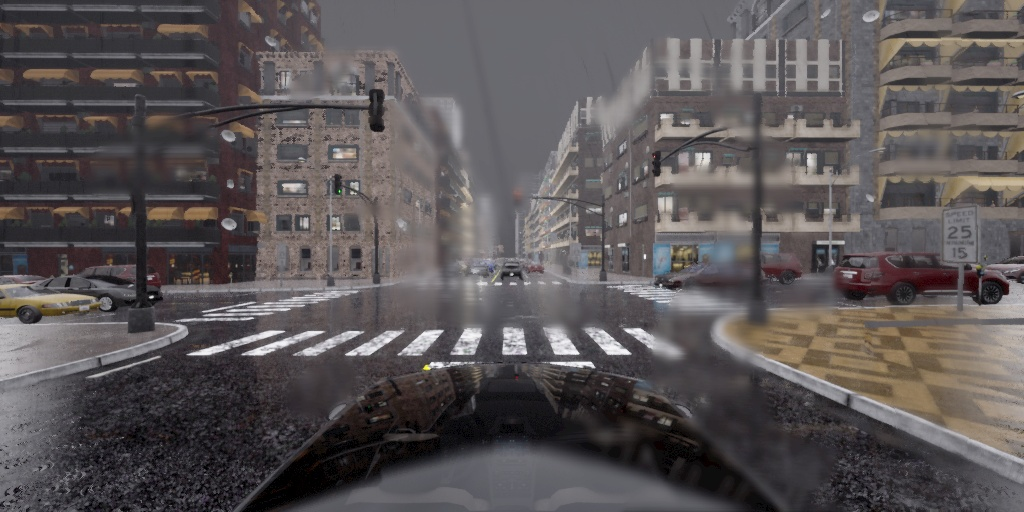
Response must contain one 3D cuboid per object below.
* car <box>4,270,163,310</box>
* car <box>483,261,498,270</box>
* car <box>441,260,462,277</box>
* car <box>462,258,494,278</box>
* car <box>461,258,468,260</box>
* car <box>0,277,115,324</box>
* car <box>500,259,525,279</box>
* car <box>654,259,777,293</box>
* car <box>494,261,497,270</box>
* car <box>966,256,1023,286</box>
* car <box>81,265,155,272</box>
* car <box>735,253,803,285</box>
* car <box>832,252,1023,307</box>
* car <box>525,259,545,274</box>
[{"bbox_3d":[-17.895,1.560,15.355,4.892,1.490,1.837,-1,0,-1],"label":"car"},{"bbox_3d":[-3.194,1.365,53.415,1.895,1.301,4.718,0,0,0],"label":"car"},{"bbox_3d":[-5.756,1.322,35.120,1.948,1.339,4.313,0,0,0],"label":"car"},{"bbox_3d":[-3.163,1.247,33.996,2.128,1.511,4.902,0,0,0],"label":"car"},{"bbox_3d":[-5.767,1.284,40.633,1.751,1.417,4.829,0,0,0],"label":"car"},{"bbox_3d":[-17.651,1.585,12.771,4.829,1.417,1.751,0,0,-1],"label":"car"},{"bbox_3d":[-0.013,1.262,32.626,1.837,1.490,4.892,-1,0,0],"label":"car"},{"bbox_3d":[10.326,1.076,18.680,5.357,1.411,2.033,-1,0,-4],"label":"car"},{"bbox_3d":[-3.181,1.237,43.418,1.882,1.535,5.008,0,0,0],"label":"car"},{"bbox_3d":[27.583,0.731,19.043,4.674,1.442,1.812,-1,0,-1],"label":"car"},{"bbox_3d":[-23.637,1.462,21.055,5.009,1.841,2.192,0,0,-1],"label":"car"},{"bbox_3d":[14.537,0.759,21.497,5.009,1.841,2.192,0,0,-1],"label":"car"},{"bbox_3d":[14.688,0.775,13.118,5.009,1.841,2.192,0,0,-1],"label":"car"},{"bbox_3d":[2.613,1.198,40.822,1.967,1.591,4.097,0,0,0],"label":"car"}]
